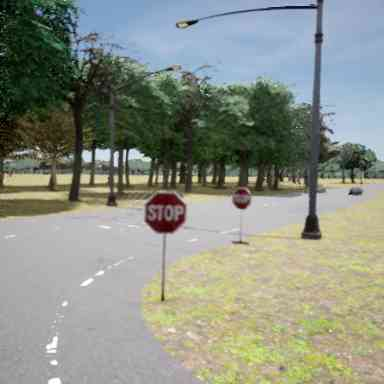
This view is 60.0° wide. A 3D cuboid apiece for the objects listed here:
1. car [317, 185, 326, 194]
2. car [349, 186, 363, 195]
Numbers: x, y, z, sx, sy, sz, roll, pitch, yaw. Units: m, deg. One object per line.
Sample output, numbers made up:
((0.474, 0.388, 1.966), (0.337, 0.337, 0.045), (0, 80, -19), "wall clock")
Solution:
((22.938, -0.522, 60.298), (1.837, 1.490, 4.892), (3, 6, 36), "car")
((28.480, -0.275, 57.651), (1.994, 1.385, 4.181), (3, 3, 30), "car")
